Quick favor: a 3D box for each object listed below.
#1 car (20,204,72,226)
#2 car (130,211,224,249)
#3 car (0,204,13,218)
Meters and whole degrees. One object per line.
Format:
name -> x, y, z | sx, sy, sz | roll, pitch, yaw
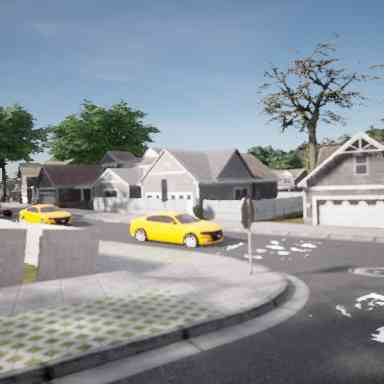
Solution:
car -> -10.489, 1.675, 23.777 | 5.008, 1.535, 1.882 | 0, 3, 40
car -> -0.832, 1.709, 16.360 | 5.008, 1.535, 1.882 | 0, 3, 35
car -> -18.288, 1.744, 30.831 | 4.718, 1.301, 1.895 | 0, 3, 44
